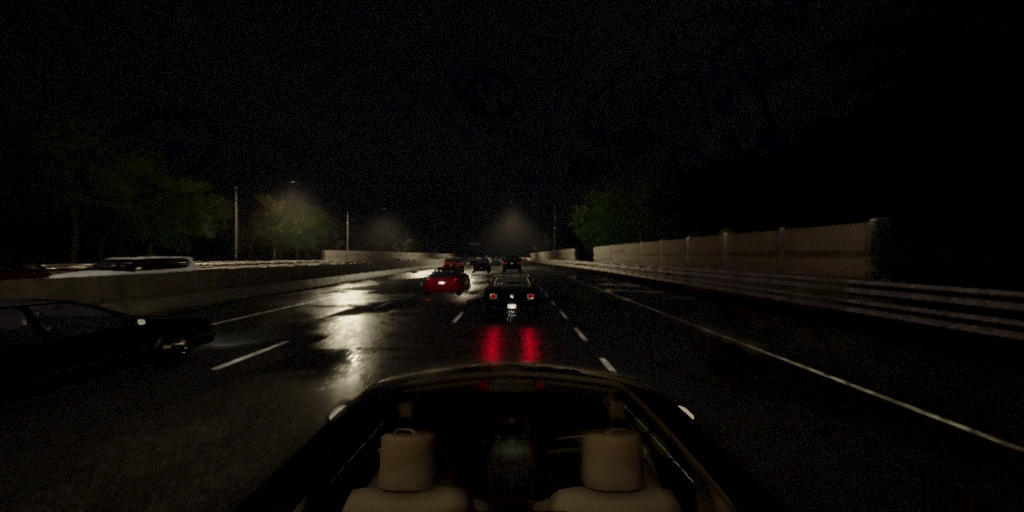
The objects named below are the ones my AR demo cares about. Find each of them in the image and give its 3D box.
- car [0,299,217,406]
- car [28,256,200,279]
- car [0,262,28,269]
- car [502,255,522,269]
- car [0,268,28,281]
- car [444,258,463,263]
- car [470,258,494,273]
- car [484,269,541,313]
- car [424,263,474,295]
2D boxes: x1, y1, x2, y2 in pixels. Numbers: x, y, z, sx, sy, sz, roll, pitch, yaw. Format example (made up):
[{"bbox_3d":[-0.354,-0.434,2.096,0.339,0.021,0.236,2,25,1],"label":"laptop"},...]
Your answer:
[{"bbox_3d":[-7.000,1.298,4.868,2.033,1.411,5.357,0,0,0],"label":"car"},{"bbox_3d":[-17.498,1.004,16.601,2.150,2.045,5.566,0,0,0],"label":"car"},{"bbox_3d":[-24.498,1.095,16.612,2.097,1.767,4.553,0,0,0],"label":"car"},{"bbox_3d":[0.006,0.932,43.156,2.150,2.045,5.566,0,0,0],"label":"car"},{"bbox_3d":[-20.998,1.346,16.597,1.895,1.301,4.718,0,0,0],"label":"car"},{"bbox_3d":[-6.994,1.062,43.045,2.097,1.767,4.553,0,0,0],"label":"car"},{"bbox_3d":[-3.494,1.188,43.119,1.882,1.535,5.008,0,0,0],"label":"car"},{"bbox_3d":[0.003,1.346,13.884,1.895,1.301,4.718,0,0,0],"label":"car"},{"bbox_3d":[-3.498,1.304,19.856,1.994,1.385,4.181,0,0,0],"label":"car"}]
